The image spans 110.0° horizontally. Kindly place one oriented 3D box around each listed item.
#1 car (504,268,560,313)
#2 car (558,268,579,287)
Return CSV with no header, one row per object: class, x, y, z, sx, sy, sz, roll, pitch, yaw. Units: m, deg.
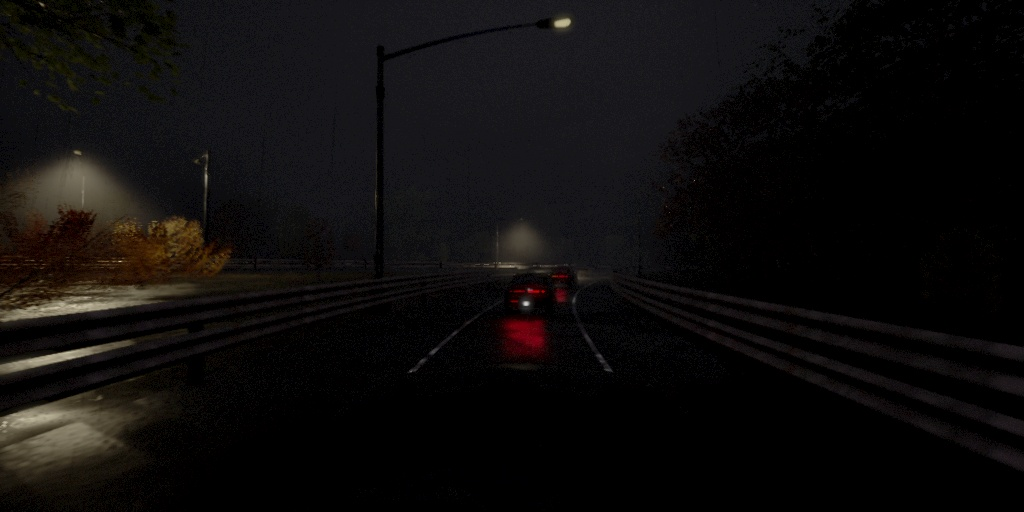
car,0.880,1.444,14.988,1.837,1.490,4.892,0,0,9
car,4.227,1.717,29.289,1.837,1.490,4.892,0,-1,18
